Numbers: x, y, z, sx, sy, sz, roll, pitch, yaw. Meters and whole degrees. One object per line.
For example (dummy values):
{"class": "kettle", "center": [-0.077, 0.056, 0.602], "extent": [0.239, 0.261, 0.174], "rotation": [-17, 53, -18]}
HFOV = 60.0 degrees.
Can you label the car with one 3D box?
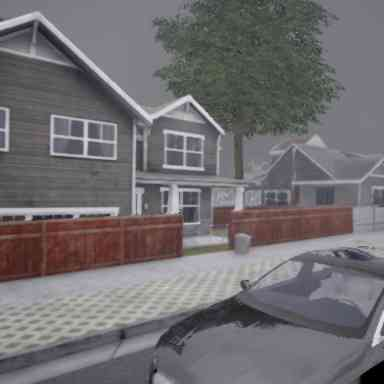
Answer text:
{"class": "car", "center": [1.823, 1.497, 3.897], "extent": [4.902, 1.511, 2.128], "rotation": [0, 0, -36]}
